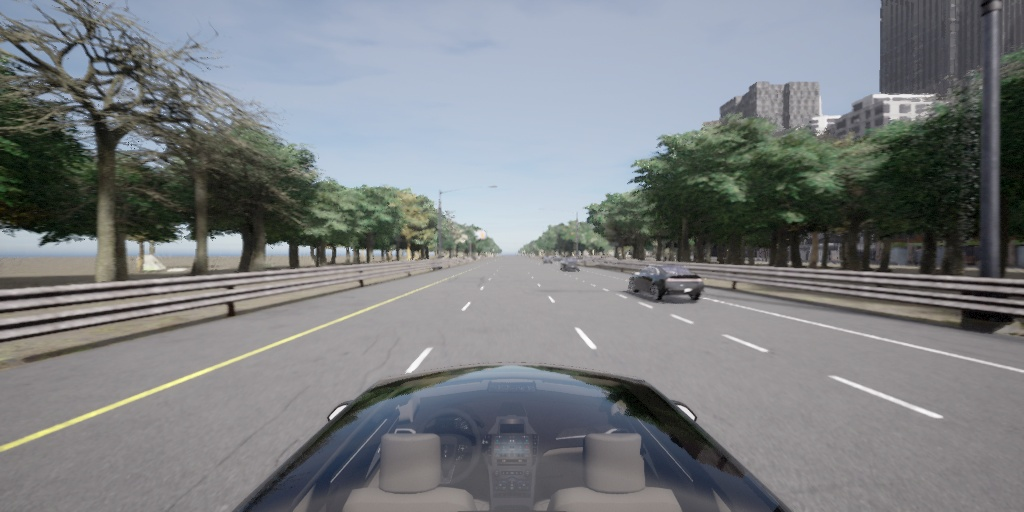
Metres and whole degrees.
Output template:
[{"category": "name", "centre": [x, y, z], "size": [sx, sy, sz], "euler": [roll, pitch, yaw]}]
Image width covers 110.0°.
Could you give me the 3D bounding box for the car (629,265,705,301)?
[{"category": "car", "centre": [6.999, 1.161, 16.732], "size": [2.128, 1.511, 4.902], "euler": [0, 0, 0]}]

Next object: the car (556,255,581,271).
[{"category": "car", "centre": [6.998, 1.012, 43.752], "size": [2.128, 1.511, 4.902], "euler": [0, 0, 0]}]
